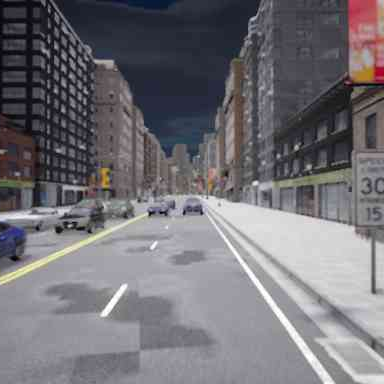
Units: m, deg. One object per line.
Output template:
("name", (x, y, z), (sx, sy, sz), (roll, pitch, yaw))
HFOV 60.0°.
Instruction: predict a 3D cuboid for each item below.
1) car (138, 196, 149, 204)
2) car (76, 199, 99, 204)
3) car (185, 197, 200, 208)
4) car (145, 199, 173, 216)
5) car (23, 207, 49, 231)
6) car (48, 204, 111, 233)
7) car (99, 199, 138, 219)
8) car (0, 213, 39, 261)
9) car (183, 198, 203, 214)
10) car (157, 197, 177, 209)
("car", (-9.752, 1.531, 66.754), (1.882, 1.535, 5.008), (0, 0, 0))
("car", (-9.751, 1.442, 31.401), (2.097, 1.767, 4.553), (0, 0, 0))
("car", (0.094, 1.614, 50.532), (2.128, 1.511, 4.902), (0, 0, 0))
("car", (-3.248, 1.694, 33.189), (1.895, 1.301, 4.718), (0, 0, 0))
("car", (-9.751, 1.665, 21.086), (1.895, 1.301, 4.718), (0, 0, 0))
("car", (-6.501, 1.624, 19.753), (1.994, 1.385, 4.181), (0, 0, 0))
("car", (-6.501, 1.438, 29.871), (2.097, 1.767, 4.553), (0, 0, 0))
("car", (-6.584, 1.557, 9.746), (1.812, 1.442, 4.674), (0, 0, 0))
("car", (0.098, 1.453, 36.141), (2.097, 1.767, 4.553), (0, 0, 0))
("car", (-3.218, 1.608, 46.245), (2.128, 1.511, 4.902), (0, 0, 1))
